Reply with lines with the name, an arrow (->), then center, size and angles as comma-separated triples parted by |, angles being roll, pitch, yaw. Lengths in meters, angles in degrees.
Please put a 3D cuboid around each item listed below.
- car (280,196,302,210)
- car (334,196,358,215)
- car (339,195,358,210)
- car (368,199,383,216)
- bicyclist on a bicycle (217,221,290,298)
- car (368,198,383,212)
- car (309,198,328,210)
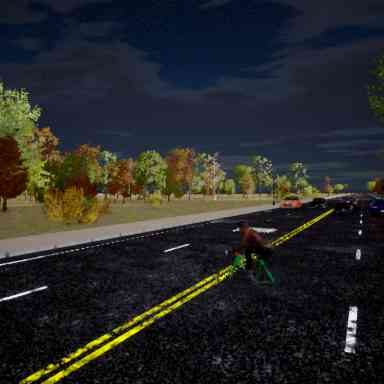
car -> 12.844, 1.350, 43.180 | 2.097, 1.767, 4.553 | 0, 0, 27
car -> 15.648, 1.489, 34.010 | 2.128, 1.511, 4.902 | 0, 0, 27
car -> 20.641, 1.350, 43.686 | 2.097, 1.767, 4.553 | 0, 0, 27
car -> 17.952, 1.525, 31.503 | 1.812, 1.442, 4.674 | 0, 0, 28
bicyclist on a bicycle -> 1.287, 1.455, 7.245 | 1.656, 1.620, 0.582 | -2, -1, 27
car -> 22.503, 1.545, 40.314 | 2.033, 1.411, 5.357 | 0, 0, 28
car -> 16.369, 1.503, 42.924 | 1.837, 1.490, 4.892 | 0, 0, 27
